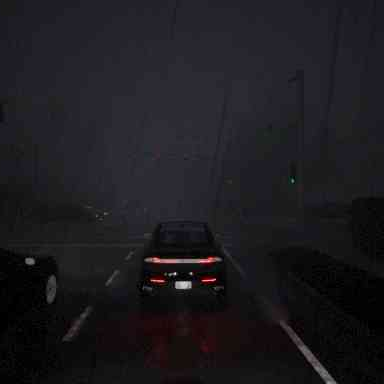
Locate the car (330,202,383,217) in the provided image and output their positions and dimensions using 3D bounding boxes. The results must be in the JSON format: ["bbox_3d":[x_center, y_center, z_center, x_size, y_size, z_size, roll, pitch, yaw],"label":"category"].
[{"bbox_3d":[15.467,1.601,30.676,4.718,1.301,1.895,0,0,0],"label":"car"}]

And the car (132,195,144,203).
[{"bbox_3d":[-11.840,1.478,73.229,1.882,1.535,5.008,0,0,-1],"label":"car"}]

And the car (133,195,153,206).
[{"bbox_3d":[-8.115,1.564,55.250,1.994,1.385,4.181,0,0,-1],"label":"car"}]

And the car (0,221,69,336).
[{"bbox_3d":[-3.612,1.478,4.854,1.882,1.535,5.008,0,0,-2],"label":"car"}]

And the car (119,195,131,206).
[{"bbox_3d":[-11.587,1.505,53.248,1.837,1.490,4.892,0,0,-1],"label":"car"}]

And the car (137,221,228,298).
[{"bbox_3d":[-0.245,1.492,8.518,2.128,1.511,4.902,0,0,-2],"label":"car"}]

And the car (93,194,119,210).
[{"bbox_3d":[-11.435,1.221,43.420,2.150,2.045,5.566,0,0,-2],"label":"car"}]

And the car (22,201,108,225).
[{"bbox_3d":[-9.124,1.548,23.675,5.357,1.411,2.033,0,0,0],"label":"car"}]

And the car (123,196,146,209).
[{"bbox_3d":[-7.977,1.601,46.483,1.895,1.301,4.718,0,0,-1],"label":"car"}]

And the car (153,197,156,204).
[{"bbox_3d":[-8.234,1.526,65.072,1.812,1.442,4.674,0,0,-1],"label":"car"}]

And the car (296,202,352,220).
[{"bbox_3d":[11.395,1.547,27.211,5.357,1.411,2.033,0,0,0],"label":"car"}]
